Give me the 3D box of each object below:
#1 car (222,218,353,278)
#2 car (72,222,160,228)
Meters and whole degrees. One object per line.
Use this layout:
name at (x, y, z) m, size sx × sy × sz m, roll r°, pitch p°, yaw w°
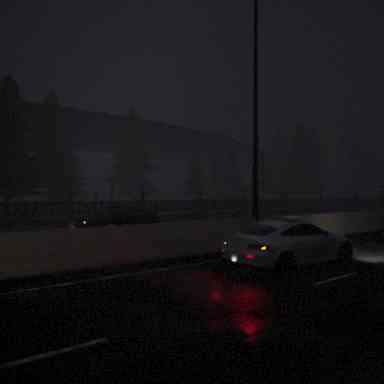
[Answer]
car at (3.006, 1.540, 10.198) m, size 4.674 × 1.442 × 1.812 m, roll 0°, pitch 0°, yaw -36°
car at (-4.097, 1.503, 18.262) m, size 4.902 × 1.511 × 2.128 m, roll 0°, pitch 0°, yaw -35°
